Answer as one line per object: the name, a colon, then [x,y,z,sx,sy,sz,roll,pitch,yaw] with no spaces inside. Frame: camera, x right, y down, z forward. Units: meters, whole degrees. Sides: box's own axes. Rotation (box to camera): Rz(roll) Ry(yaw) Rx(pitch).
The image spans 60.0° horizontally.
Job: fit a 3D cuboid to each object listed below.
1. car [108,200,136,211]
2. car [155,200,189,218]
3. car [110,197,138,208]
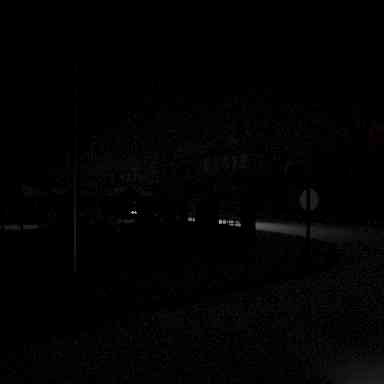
car: [-8.419,1.563,39.348,1.994,1.385,4.181,0,0,-35]
car: [-2.210,1.491,30.608,2.128,1.511,4.902,0,0,-35]
car: [-10.105,1.547,48.940,2.033,1.411,5.357,0,0,-37]
